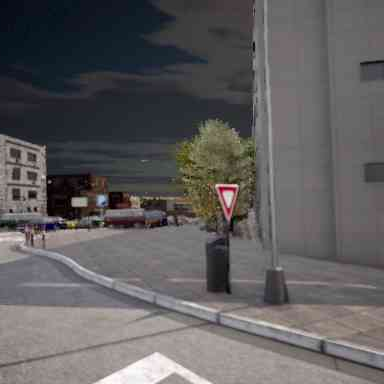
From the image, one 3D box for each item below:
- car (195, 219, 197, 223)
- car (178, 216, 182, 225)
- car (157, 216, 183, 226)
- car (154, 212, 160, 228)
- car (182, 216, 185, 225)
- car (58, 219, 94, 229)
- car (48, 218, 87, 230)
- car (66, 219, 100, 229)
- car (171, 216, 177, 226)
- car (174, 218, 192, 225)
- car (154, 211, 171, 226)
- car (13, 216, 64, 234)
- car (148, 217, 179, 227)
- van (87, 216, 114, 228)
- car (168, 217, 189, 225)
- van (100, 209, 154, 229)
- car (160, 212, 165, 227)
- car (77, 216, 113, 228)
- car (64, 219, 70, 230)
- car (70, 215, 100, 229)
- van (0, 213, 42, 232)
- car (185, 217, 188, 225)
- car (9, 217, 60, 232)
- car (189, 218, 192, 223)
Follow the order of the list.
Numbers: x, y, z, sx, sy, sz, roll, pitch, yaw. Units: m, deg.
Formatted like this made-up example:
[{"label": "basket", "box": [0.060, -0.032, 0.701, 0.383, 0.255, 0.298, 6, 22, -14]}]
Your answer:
[{"label": "car", "box": [-1.975, 7.924, 91.050, 5.566, 2.045, 2.435, -2, -5, 4]}, {"label": "car", "box": [-4.790, 4.643, 52.176, 5.366, 1.575, 1.946, -2, -5, 4]}, {"label": "car", "box": [-4.159, 5.535, 63.302, 4.553, 1.767, 2.185, -2, -5, 4]}, {"label": "car", "box": [-6.219, 3.197, 35.558, 4.792, 1.488, 2.163, -2, -5, 4]}, {"label": "car", "box": [-4.365, 5.146, 57.725, 5.366, 1.575, 1.946, -2, -5, 4]}, {"label": "car", "box": [-17.485, 4.819, 50.175, 4.674, 1.452, 2.002, -2, -5, 4]}, {"label": "car", "box": [-17.672, 4.556, 47.404, 4.792, 1.488, 2.163, -2, -5, 4]}, {"label": "car", "box": [-17.283, 5.059, 52.823, 4.674, 1.452, 2.002, -2, -5, 4]}, {"label": "car", "box": [-5.158, 4.429, 49.411, 4.792, 1.488, 2.163, -2, -5, 4]}, {"label": "car", "box": [-2.243, 7.799, 88.267, 4.553, 1.767, 2.185, -2, -5, 4]}, {"label": "car", "box": [-5.861, 3.396, 41.118, 5.566, 2.045, 2.435, -2, -5, 4]}, {"label": "car", "box": [-14.331, 3.190, 31.358, 1.895, 1.301, 4.718, -2, -4, 4]}, {"label": "car", "box": [-4.733, 4.932, 54.960, 4.792, 1.488, 2.163, -2, -5, 4]}, {"label": "van", "box": [-16.770, 5.552, 61.171, 4.442, 1.987, 1.878, -2, -5, 4]}, {"label": "car", "box": [-3.033, 6.791, 77.167, 4.553, 1.767, 2.185, -2, -5, 4]}, {"label": "van", "box": [-6.350, 2.731, 32.802, 4.442, 1.987, 1.878, -2, -5, 4]}, {"label": "car", "box": [-6.035, 3.403, 38.377, 5.008, 1.535, 2.097, -2, -5, 4]}, {"label": "car", "box": [-16.896, 5.273, 58.395, 5.566, 2.045, 2.435, -2, -5, 4]}, {"label": "car", "box": [-18.099, 4.279, 44.650, 5.366, 1.575, 1.946, -2, -5, 4]}, {"label": "car", "box": [-13.432, 3.894, 43.096, 2.097, 1.767, 4.553, -2, -5, 4]}, {"label": "van", "box": [-18.682, 3.319, 36.237, 4.442, 1.987, 1.878, -2, -5, 4]}, {"label": "car", "box": [-3.917, 5.911, 66.060, 4.892, 1.521, 2.231, -2, -5, 4]}, {"label": "car", "box": [-18.354, 3.767, 38.968, 5.008, 1.535, 2.097, -2, -5, 4]}, {"label": "car", "box": [-3.269, 6.676, 74.507, 5.008, 1.535, 2.097, -2, -5, 4]}]
